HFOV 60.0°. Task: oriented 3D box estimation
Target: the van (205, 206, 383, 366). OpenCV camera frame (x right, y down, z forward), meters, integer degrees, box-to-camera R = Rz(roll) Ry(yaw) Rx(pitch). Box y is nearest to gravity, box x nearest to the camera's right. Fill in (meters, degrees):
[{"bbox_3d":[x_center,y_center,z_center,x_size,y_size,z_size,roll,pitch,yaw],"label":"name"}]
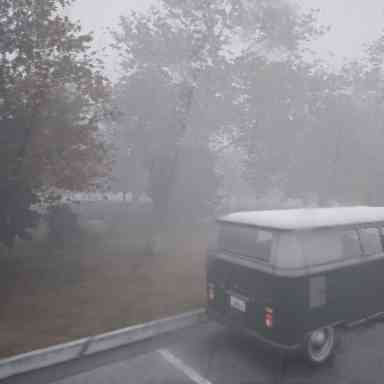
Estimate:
[{"bbox_3d":[2.450,1.279,5.787,4.442,1.987,1.878,0,1,-33],"label":"van"}]
